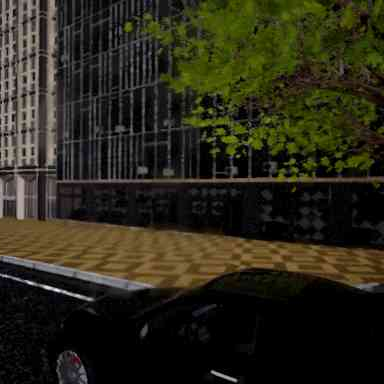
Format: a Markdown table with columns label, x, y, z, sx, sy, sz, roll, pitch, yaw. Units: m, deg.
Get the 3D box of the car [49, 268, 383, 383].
| label | x | y | z | sx | sy | sz | roll | pitch | yaw |
| --- | --- | --- | --- | --- | --- | --- | --- | --- | --- |
| car | 0.516 | 1.538 | 3.317 | 4.674 | 1.442 | 1.812 | -1 | 0 | 36 |
